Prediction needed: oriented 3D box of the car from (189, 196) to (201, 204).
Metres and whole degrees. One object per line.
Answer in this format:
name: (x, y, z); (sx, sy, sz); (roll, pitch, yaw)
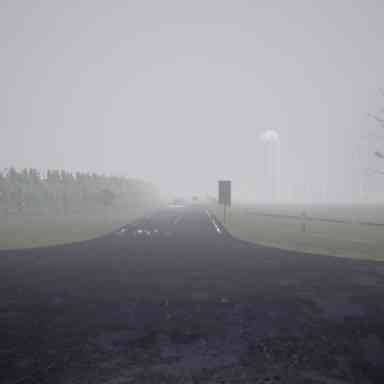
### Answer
car: (0.529, 1.451, 63.579); (2.128, 1.511, 4.902); (0, 0, 0)

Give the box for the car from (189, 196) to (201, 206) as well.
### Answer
car: (0.445, 1.436, 53.160); (1.882, 1.535, 5.008); (0, 0, 0)

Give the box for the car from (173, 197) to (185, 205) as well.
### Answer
car: (-2.267, 1.560, 57.751); (1.895, 1.301, 4.718); (0, 0, 0)
